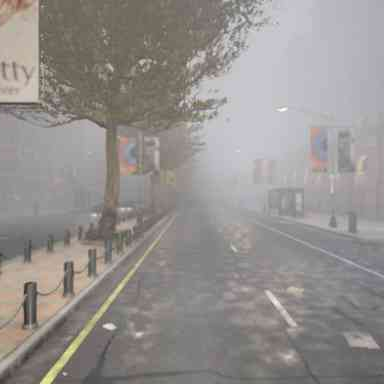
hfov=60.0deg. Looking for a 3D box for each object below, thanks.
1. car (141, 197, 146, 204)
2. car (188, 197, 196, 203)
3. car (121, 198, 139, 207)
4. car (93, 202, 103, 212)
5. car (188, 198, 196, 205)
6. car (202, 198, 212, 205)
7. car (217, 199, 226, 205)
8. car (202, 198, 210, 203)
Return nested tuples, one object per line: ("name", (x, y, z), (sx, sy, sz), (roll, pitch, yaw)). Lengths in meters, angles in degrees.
("car", (-11.492, 1.963, 75.701), (1.812, 1.442, 4.674), (0, 0, 0))
("car", (0.009, 2.091, 83.841), (1.994, 1.385, 4.181), (0, 0, 0))
("car", (-11.533, 2.006, 60.241), (2.128, 1.511, 4.902), (0, 0, 1))
("car", (-11.585, 1.975, 43.873), (1.895, 1.301, 4.718), (0, 0, 0))
("car", (0.008, 2.120, 73.722), (1.837, 1.490, 4.892), (0, 0, 0))
("car", (3.508, 2.176, 74.075), (1.994, 1.385, 4.181), (0, 0, 0))
("car", (6.757, 2.244, 76.380), (1.895, 1.301, 4.718), (0, 0, 0))
("car", (3.509, 2.134, 83.871), (1.895, 1.301, 4.718), (0, 0, 0))
